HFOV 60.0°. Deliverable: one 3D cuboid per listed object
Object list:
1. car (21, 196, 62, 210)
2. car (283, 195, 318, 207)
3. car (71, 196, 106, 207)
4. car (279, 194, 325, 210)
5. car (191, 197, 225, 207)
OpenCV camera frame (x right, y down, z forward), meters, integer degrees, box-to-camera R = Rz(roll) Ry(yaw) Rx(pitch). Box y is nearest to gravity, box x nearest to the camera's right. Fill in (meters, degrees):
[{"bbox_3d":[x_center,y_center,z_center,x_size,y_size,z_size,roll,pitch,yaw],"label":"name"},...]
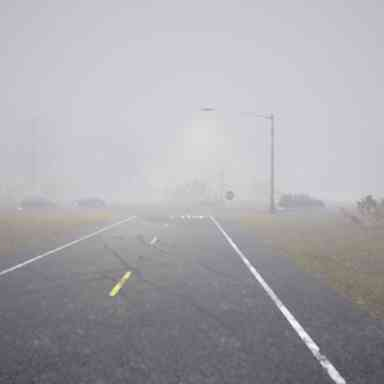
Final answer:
[{"bbox_3d":[-18.860,1.261,41.820,4.553,1.767,2.097,0,0,-2],"label":"car"},{"bbox_3d":[16.132,1.343,49.773,4.553,1.767,2.097,1,0,-2],"label":"car"},{"bbox_3d":[-15.229,1.391,48.929,5.008,1.535,1.882,0,0,-2],"label":"car"},{"bbox_3d":[14.043,1.268,42.697,5.566,2.045,2.150,0,0,-2],"label":"car"},{"bbox_3d":[2.366,1.499,49.387,4.902,1.511,2.128,0,0,-1],"label":"car"}]
